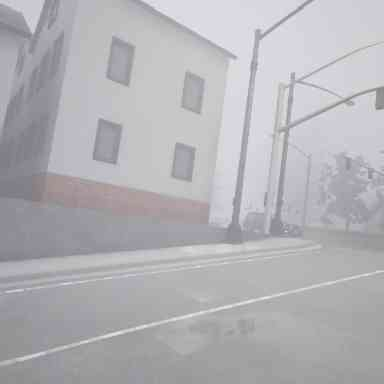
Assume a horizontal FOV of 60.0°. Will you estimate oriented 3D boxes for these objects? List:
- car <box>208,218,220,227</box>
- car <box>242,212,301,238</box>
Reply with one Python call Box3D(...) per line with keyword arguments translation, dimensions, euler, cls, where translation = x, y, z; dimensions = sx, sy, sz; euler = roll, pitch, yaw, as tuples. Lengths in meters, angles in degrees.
Box3D(translation=(0.975, 3.291, 37.918), dimensions=(2.033, 1.411, 5.357), euler=(12, -7, -35), cls="car")
Box3D(translation=(6.979, 2.946, 29.609), dimensions=(2.150, 2.045, 5.566), euler=(12, -7, -35), cls="car")
